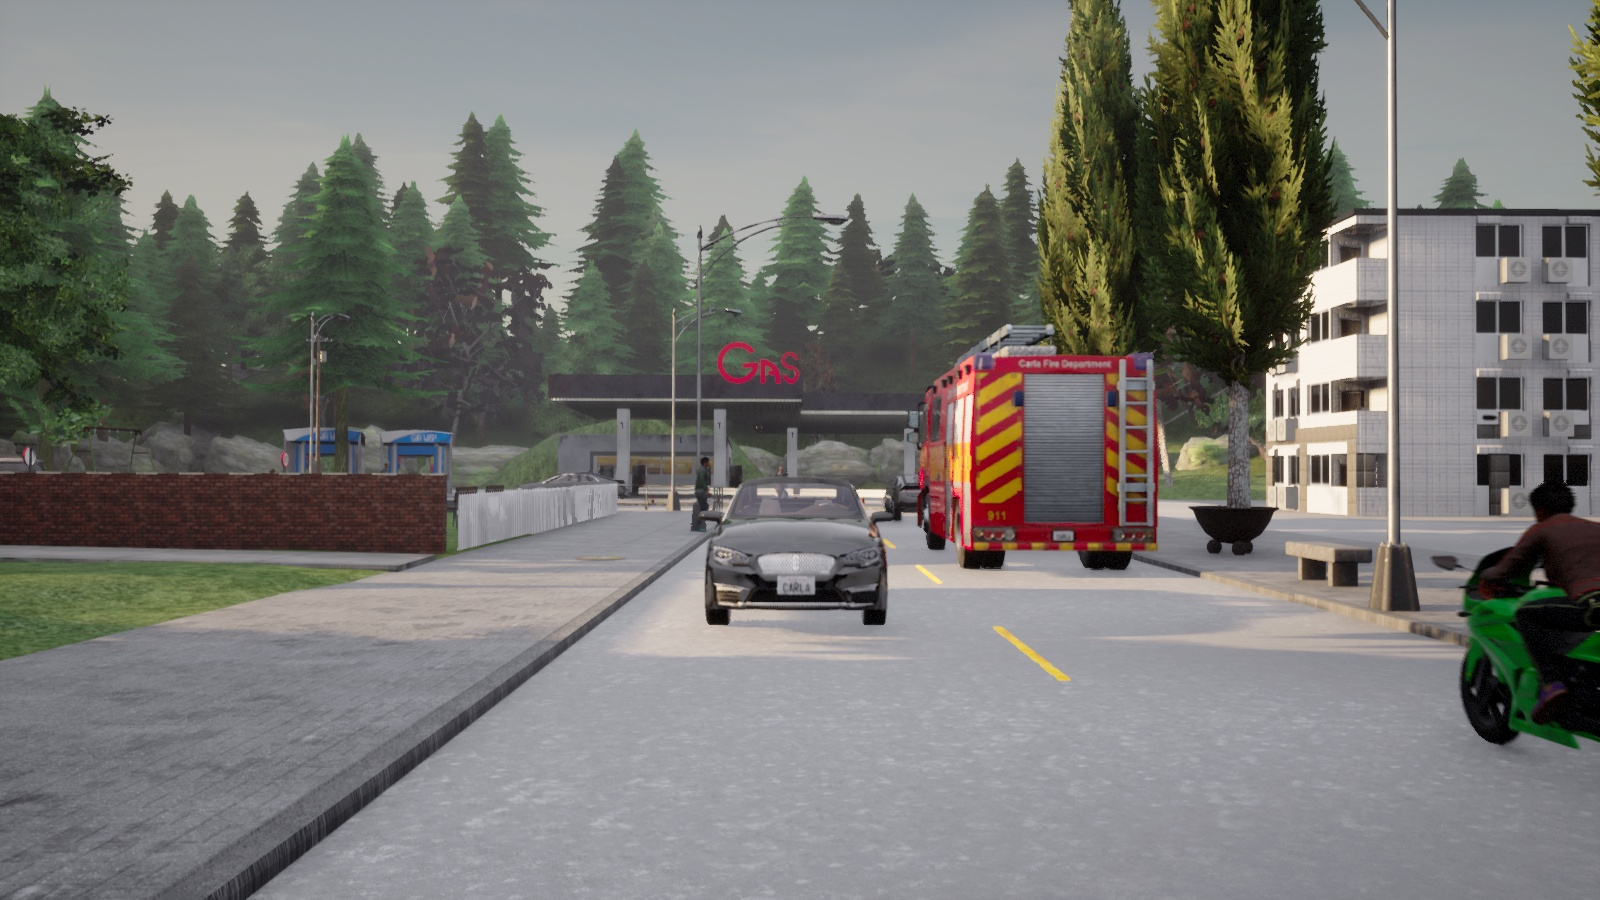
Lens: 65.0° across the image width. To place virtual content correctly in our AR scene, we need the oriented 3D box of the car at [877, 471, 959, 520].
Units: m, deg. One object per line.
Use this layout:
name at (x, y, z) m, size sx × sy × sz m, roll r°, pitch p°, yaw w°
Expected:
car at (3.847, 1.468, 41.766) m, size 2.128 × 1.511 × 4.902 m, roll 0°, pitch -1°, yaw -1°

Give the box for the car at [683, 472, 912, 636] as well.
car at (-0.032, 1.013, 14.165) m, size 2.128 × 1.511 × 4.902 m, roll 0°, pitch -1°, yaw 0°

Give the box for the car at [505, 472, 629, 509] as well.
car at (-9.999, 1.734, 54.175) m, size 4.902 × 1.511 × 2.128 m, roll 0°, pitch -1°, yaw 4°

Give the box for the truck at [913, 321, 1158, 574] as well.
truck at (3.944, 0.030, 23.234) m, size 2.891 × 3.827 × 8.468 m, roll 0°, pitch -1°, yaw 0°

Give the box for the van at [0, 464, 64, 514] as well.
van at (-32.137, 1.550, 50.109) m, size 4.442 × 1.987 × 1.775 m, roll 0°, pitch -1°, yaw 0°

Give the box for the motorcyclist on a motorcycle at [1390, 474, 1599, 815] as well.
motorcyclist on a motorcycle at (3.985, 0.894, 6.594) m, size 0.797 × 1.523 × 2.044 m, roll 0°, pitch -1°, yaw 0°

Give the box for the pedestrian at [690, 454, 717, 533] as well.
pedestrian at (-2.300, 1.033, 29.846) m, size 0.614 × 1.847 × 0.353 m, roll 0°, pitch -1°, yaw -9°
